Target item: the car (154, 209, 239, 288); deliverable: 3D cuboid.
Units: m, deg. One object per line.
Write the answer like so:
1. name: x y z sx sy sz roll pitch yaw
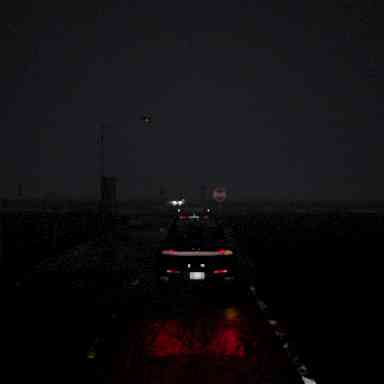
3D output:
1. car: 0.098 1.432 9.046 2.128 1.511 4.902 0 0 0

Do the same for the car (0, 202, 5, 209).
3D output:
1. car: -23.278 1.312 36.944 4.718 1.301 1.895 0 1 0

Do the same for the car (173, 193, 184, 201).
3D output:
1. car: -2.850 1.097 66.839 2.128 1.511 4.902 0 0 0

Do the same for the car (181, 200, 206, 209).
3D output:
1. car: 0.104 1.416 20.372 2.033 1.411 5.357 0 0 0

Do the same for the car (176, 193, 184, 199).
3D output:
1. car: -2.878 1.005 81.758 1.882 1.535 5.008 0 0 0
